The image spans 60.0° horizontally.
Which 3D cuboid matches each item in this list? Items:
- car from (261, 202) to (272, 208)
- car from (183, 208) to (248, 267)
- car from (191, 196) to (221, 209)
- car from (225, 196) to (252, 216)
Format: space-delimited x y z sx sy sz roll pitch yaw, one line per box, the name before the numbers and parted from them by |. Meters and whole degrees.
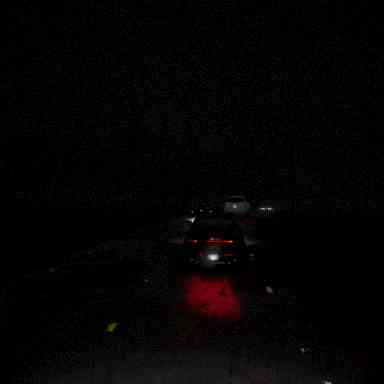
car | 16.352 2.838 72.565 1.895 1.301 4.718 -1 -2 20
car | 0.807 1.530 11.591 1.837 1.490 4.892 0 0 5
car | 1.550 1.447 33.890 2.150 2.045 5.566 -1 -1 15
car | 4.601 1.417 32.905 2.150 2.045 5.566 -1 -1 15
